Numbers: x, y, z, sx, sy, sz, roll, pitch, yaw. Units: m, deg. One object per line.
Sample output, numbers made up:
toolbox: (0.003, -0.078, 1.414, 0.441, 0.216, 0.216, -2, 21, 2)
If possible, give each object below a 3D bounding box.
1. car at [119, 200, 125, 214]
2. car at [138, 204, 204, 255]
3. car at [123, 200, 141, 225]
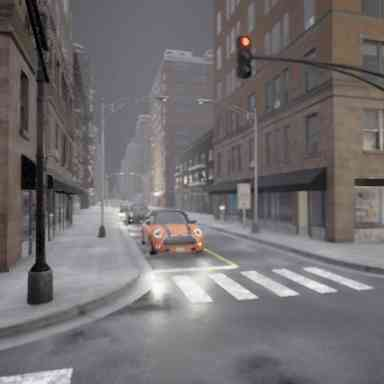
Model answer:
car: (-9.619, 2.380, 49.116, 1.812, 1.442, 4.674, 0, -1, -14)
car: (-0.973, 1.604, 14.599, 2.097, 1.767, 4.553, 0, -1, -14)
car: (-4.620, 1.852, 29.000, 2.097, 1.767, 4.553, 0, -1, -14)
